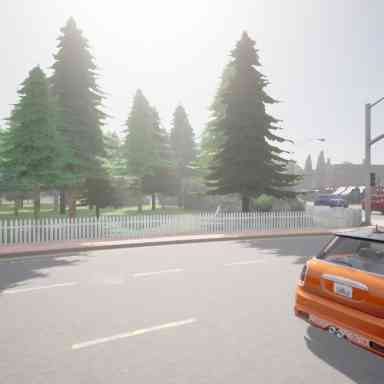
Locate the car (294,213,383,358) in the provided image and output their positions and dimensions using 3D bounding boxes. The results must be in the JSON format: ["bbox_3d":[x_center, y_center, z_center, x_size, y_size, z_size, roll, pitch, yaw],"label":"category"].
[{"bbox_3d":[3.966,1.352,5.453,4.553,1.767,2.097,0,0,-26],"label":"car"}]

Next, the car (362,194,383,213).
[{"bbox_3d":[19.419,1.277,33.192,2.150,2.045,5.566,0,0,-7],"label":"car"}]

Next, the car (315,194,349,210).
[{"bbox_3d":[18.063,1.277,43.459,2.150,2.045,5.566,0,0,-8],"label":"car"}]
